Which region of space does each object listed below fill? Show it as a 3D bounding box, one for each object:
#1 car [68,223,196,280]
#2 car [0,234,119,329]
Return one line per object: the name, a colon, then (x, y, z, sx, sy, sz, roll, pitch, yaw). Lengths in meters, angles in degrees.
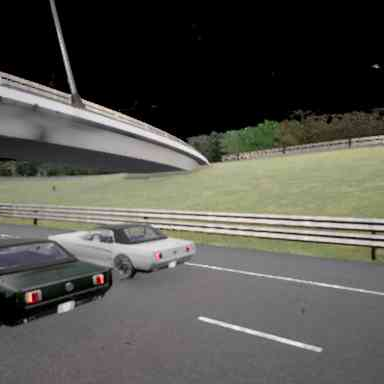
car: (-2.315, 1.593, 9.936, 4.718, 1.301, 1.895, 0, 0, 35)
car: (-3.868, 1.594, 6.746, 4.718, 1.301, 1.895, 0, 0, 35)
